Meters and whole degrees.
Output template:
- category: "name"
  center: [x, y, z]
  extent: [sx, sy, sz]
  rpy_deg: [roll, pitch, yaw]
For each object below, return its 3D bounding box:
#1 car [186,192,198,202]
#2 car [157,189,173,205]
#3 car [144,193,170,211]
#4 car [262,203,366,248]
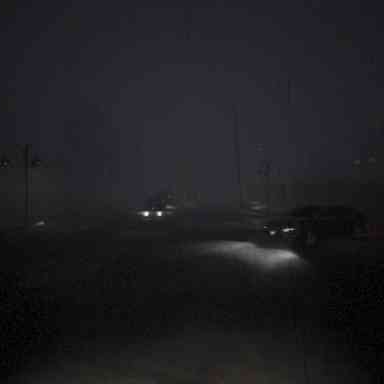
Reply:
- category: "car"
  center: [-0.018, 0.789, 53.581]
  extent: [2.128, 1.511, 4.902]
  rpy_deg: [0, 1, 0]
- category: "car"
  center: [-3.659, 0.639, 44.406]
  extent: [2.150, 2.045, 5.566]
  rpy_deg: [0, 1, 0]
- category: "car"
  center: [-3.662, 1.103, 33.837]
  extent: [2.033, 1.411, 5.357]
  rpy_deg: [0, 1, 0]
- category: "car"
  center: [5.064, 1.248, 13.590]
  extent: [4.892, 1.490, 1.837]
  rpy_deg: [-1, -1, -31]
